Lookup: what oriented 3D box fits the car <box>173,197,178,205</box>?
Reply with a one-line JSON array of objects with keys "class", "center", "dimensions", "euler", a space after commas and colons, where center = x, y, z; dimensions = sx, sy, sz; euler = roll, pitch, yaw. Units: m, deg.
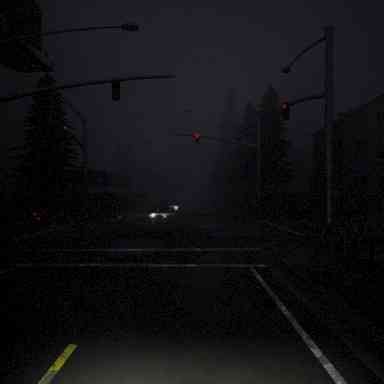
[{"class": "car", "center": [-3.432, 1.601, 58.590], "dimensions": [1.895, 1.301, 4.718], "euler": [0, 0, 0]}]

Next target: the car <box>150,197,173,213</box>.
[{"class": "car", "center": [-3.551, 1.547, 37.325], "dimensions": [2.033, 1.411, 5.357], "euler": [0, 0, 0]}]

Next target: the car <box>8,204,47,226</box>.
[{"class": "car", "center": [-12.003, 1.405, 21.301], "dimensions": [4.718, 1.301, 1.895], "euler": [0, 0, 2]}]
